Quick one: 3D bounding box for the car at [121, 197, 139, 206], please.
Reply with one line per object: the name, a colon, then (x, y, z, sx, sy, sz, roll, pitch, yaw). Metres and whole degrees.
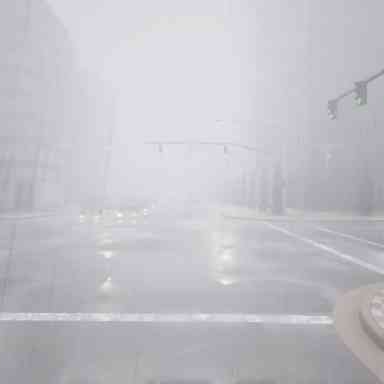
car: (-10.501, 1.547, 56.771, 2.033, 1.411, 5.357, 0, 0, 0)

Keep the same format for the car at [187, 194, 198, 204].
car: (0.096, 1.547, 66.100, 2.033, 1.411, 5.357, 0, 0, 0)

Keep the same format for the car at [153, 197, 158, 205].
car: (-7.001, 1.564, 56.943, 1.994, 1.385, 4.181, 0, 0, 0)

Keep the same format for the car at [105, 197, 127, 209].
car: (-10.531, 1.477, 46.438, 1.882, 1.535, 5.008, 0, 0, 0)

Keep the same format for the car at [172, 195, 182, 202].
car: (-3.390, 1.494, 76.002, 2.128, 1.511, 4.902, 0, 0, 0)

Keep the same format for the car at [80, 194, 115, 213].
car: (-10.546, 1.221, 36.736, 2.150, 2.045, 5.566, 0, 0, 0)

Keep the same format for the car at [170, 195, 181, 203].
car: (-3.404, 1.505, 66.674, 1.837, 1.490, 4.892, 0, 0, 0)

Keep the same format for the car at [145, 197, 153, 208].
car: (-7.027, 1.526, 47.064, 1.812, 1.442, 4.674, 0, 0, 0)

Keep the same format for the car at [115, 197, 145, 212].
car: (-7.045, 1.352, 38.080, 2.097, 1.767, 4.553, 0, 0, 0)
